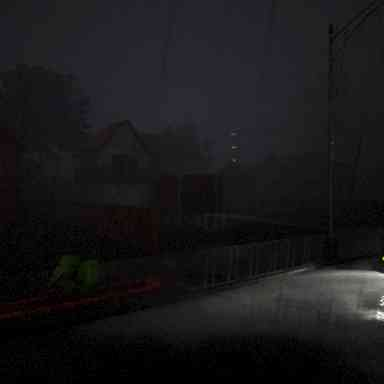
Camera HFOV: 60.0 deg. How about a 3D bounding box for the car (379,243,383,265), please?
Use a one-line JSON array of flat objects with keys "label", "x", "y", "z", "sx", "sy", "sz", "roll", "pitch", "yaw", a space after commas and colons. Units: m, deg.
[{"label": "car", "x": 7.391, "y": 1.536, "z": 9.844, "sx": 4.181, "sy": 1.385, "sz": 1.994, "roll": 0, "pitch": 0, "yaw": -35}]
